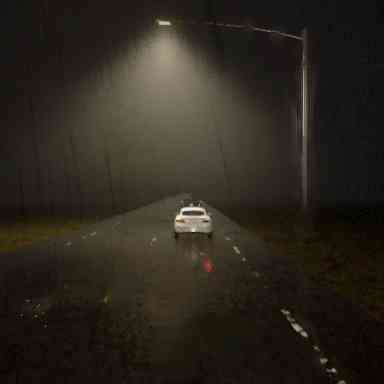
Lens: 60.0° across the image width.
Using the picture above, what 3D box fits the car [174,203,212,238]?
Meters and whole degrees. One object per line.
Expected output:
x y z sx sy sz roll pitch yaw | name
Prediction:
0.050 1.509 17.567 1.812 1.442 4.674 0 0 0 | car

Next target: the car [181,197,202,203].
-0.073 1.318 34.410 2.097 1.767 4.553 0 0 -1 | car
